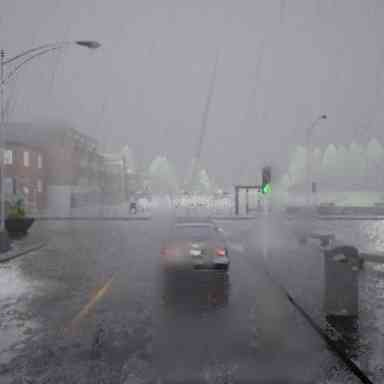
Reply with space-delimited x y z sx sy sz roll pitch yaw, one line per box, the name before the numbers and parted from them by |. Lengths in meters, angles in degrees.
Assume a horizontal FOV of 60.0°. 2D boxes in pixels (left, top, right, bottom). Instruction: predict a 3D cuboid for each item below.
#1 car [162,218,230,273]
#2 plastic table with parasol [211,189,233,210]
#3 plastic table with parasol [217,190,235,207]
car | 0.050 1.545 10.655 2.033 1.411 5.357 0 0 -1
plastic table with parasol | 3.580 0.917 40.269 2.482 2.480 2.482 0 0 0
plastic table with parasol | 4.989 0.916 48.899 2.482 2.480 2.482 0 0 0
